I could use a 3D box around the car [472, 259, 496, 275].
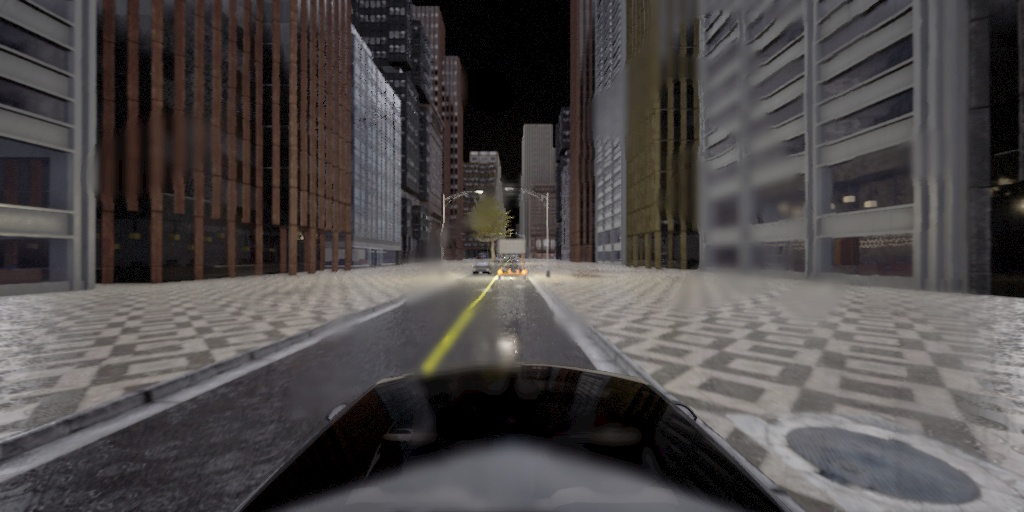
[{"bbox_3d":[-3.103,1.300,38.485,2.033,1.411,5.357,0,0,0],"label":"car"}]

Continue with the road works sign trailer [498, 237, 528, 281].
[{"bbox_3d":[-0.007,0.216,30.413,2.380,3.560,2.880,0,0,0],"label":"road works sign trailer"}]
